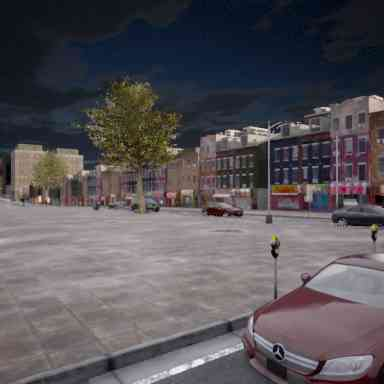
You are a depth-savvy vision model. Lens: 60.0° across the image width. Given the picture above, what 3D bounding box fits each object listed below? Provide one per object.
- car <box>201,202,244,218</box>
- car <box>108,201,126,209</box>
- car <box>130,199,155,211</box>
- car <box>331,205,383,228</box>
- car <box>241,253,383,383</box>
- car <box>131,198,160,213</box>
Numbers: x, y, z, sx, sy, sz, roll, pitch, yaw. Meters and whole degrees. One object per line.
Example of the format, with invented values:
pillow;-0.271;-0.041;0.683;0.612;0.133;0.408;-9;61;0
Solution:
car;2.914;1.757;32.662;1.882;1.535;5.008;0;-1;-35
car;-13.819;2.395;61.059;2.128;1.511;4.902;0;-1;-35
car;-7.944;2.038;52.872;2.097;1.767;4.553;0;-1;-36
car;11.311;1.605;21.001;1.837;1.490;4.892;0;0;-37
car;2.578;1.582;4.642;4.206;1.307;1.802;0;0;-35
car;-6.519;1.782;45.875;2.150;2.045;5.566;0;-2;-35
